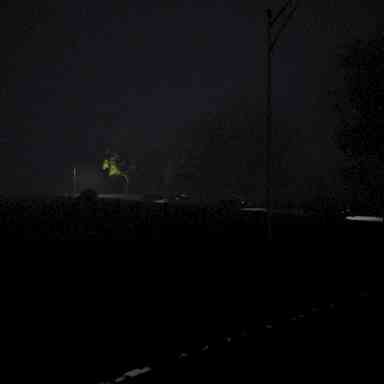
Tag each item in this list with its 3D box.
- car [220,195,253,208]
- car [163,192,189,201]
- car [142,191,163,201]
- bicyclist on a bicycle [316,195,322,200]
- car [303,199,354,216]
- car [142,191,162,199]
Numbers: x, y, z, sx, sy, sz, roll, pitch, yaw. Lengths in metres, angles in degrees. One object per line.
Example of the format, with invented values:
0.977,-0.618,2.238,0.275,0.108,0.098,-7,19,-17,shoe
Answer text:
5.154,1.076,39.077,1.812,1.442,4.674,0,1,-33,car
-2.416,0.740,55.985,2.128,1.511,4.902,0,1,-33,car
-6.760,0.744,57.501,2.033,1.411,5.357,0,1,-33,car
13.948,1.100,36.539,1.656,1.620,0.582,0,1,-33,bicyclist on a bicycle
11.760,1.303,28.961,1.994,1.385,4.181,0,1,-33,car
-7.821,0.594,64.166,1.837,1.490,4.892,0,1,-33,car
